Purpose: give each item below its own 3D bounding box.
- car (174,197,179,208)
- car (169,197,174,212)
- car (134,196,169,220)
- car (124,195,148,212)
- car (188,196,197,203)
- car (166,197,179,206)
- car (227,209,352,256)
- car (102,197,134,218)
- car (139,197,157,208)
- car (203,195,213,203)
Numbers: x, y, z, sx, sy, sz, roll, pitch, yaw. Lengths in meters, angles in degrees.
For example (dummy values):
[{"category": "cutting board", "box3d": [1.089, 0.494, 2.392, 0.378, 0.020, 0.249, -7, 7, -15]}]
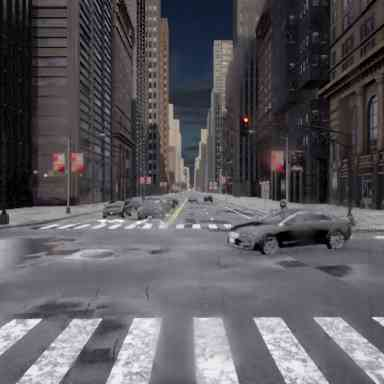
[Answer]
[{"category": "car", "box3d": [-3.332, 1.530, 46.545, 1.994, 1.385, 4.181, 0, 0, 0]}, {"category": "car", "box3d": [-3.346, 1.502, 36.521, 1.812, 1.442, 4.674, 0, 0, 0]}, {"category": "car", "box3d": [-3.286, 1.337, 27.737, 2.097, 1.767, 4.553, 0, 0, -2]}, {"category": "car", "box3d": [-6.591, 1.326, 39.793, 2.097, 1.767, 4.553, 0, 0, 0]}, {"category": "car", "box3d": [0.110, 1.468, 69.876, 2.033, 1.411, 5.357, 0, 0, 0]}, {"category": "car", "box3d": [-3.305, 1.552, 56.562, 1.895, 1.301, 4.718, 0, 0, 0]}, {"category": "car", "box3d": [3.711, 1.416, 12.607, 4.902, 1.511, 2.128, -1, 0, -20]}, {"category": "car", "box3d": [-6.596, 1.488, 29.639, 1.837, 1.490, 4.892, 0, 0, 0]}, {"category": "car", "box3d": [-6.581, 1.509, 50.090, 2.033, 1.411, 5.357, 0, 0, 0]}, {"category": "car", "box3d": [3.360, 1.425, 69.964, 1.837, 1.490, 4.892, 0, 0, 0]}]
